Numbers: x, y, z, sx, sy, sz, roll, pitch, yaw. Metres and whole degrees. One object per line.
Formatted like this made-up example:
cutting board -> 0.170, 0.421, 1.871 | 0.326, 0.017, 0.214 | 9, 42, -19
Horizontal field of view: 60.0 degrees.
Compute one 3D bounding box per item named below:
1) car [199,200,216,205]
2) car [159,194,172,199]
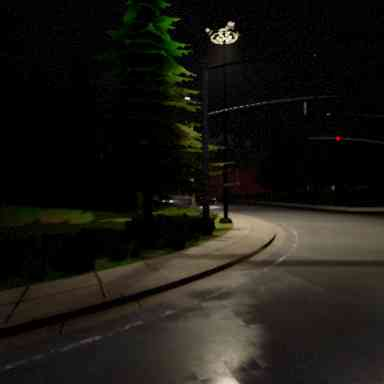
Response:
car -> 1.693, 0.928, 45.082 | 2.097, 1.767, 4.553 | -1, 1, -16
car -> -5.511, 1.038, 69.130 | 1.895, 1.301, 4.718 | -1, 1, -18
